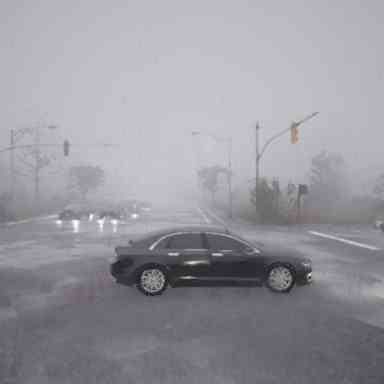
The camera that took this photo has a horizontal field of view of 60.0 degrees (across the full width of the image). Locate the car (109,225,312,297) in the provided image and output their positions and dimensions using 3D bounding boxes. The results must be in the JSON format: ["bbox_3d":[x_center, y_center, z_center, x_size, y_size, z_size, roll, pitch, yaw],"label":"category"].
[{"bbox_3d":[0.461,1.613,8.285,4.892,1.490,1.837,0,-1,-4],"label":"car"}]

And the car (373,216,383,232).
[{"bbox_3d":[13.422,1.718,19.820,4.902,1.511,2.128,0,-1,-4],"label":"car"}]

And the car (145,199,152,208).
[{"bbox_3d":[-7.806,1.937,55.759,1.994,1.385,4.181,0,0,0],"label":"car"}]

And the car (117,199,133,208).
[{"bbox_3d":[-11.324,1.923,56.468,1.994,1.385,4.181,0,0,-1],"label":"car"}]

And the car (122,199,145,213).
[{"bbox_3d":[-7.681,1.704,42.034,2.097,1.767,4.553,0,0,-1],"label":"car"}]

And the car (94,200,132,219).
[{"bbox_3d":[-7.560,1.820,32.441,2.033,1.411,5.357,0,-1,-1],"label":"car"}]

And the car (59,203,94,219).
[{"bbox_3d":[-11.049,1.780,31.706,1.812,1.442,4.674,0,-1,-1],"label":"car"}]

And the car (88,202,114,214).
[{"bbox_3d":[-11.174,1.937,41.221,1.895,1.301,4.718,0,0,-1],"label":"car"}]
